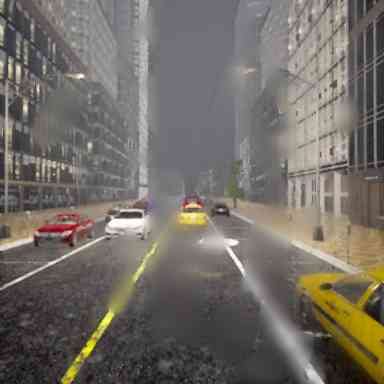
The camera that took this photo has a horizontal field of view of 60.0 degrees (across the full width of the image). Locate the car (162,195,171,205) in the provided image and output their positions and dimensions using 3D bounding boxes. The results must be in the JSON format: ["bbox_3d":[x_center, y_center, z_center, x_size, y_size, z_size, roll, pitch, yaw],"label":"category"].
[{"bbox_3d":[-5.779,1.707,66.605,1.967,1.590,4.097,0,0,0],"label":"car"}]

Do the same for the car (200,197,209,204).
[{"bbox_3d":[2.593,1.813,72.464,1.752,1.417,4.829,0,0,0],"label":"car"}]

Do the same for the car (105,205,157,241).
[{"bbox_3d":[-3.122,1.601,17.253,1.812,1.442,4.674,0,0,0],"label":"car"}]

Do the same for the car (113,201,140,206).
[{"bbox_3d":[-5.725,1.665,26.760,2.008,1.369,4.403,0,0,0],"label":"car"}]

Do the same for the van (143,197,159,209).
[{"bbox_3d":[-5.747,1.523,43.838,1.690,1.788,3.998,0,0,0],"label":"van"}]

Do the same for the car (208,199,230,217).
[{"bbox_3d":[2.648,1.703,32.451,1.947,1.339,4.313,0,0,0],"label":"car"}]

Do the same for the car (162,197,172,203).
[{"bbox_3d":[-5.795,1.873,77.990,1.947,1.339,4.313,0,0,0],"label":"car"}]

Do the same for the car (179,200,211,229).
[{"bbox_3d":[0.069,1.551,22.204,1.801,1.575,5.366,0,0,0],"label":"car"}]

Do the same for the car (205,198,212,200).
[{"bbox_3d":[2.618,1.665,55.218,1.967,1.590,4.097,0,0,0],"label":"car"}]

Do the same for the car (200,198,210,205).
[{"bbox_3d":[2.601,1.848,66.602,1.802,1.307,4.206,0,0,0],"label":"car"}]

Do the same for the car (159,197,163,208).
[{"bbox_3d":[-5.756,1.786,49.529,1.802,1.307,4.206,0,0,0],"label":"car"}]

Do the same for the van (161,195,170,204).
[{"bbox_3d":[-5.786,1.628,72.298,1.690,1.788,3.998,0,0,0],"label":"van"}]

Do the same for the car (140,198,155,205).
[{"bbox_3d":[-5.740,1.704,38.144,1.887,1.381,4.507,0,0,0],"label":"car"}]

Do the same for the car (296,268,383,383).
[{"bbox_3d":[2.688,1.544,4.160,1.752,1.417,4.829,0,0,0],"label":"car"}]

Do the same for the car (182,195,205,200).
[{"bbox_3d":[0.043,1.391,40.220,2.150,2.045,5.566,0,0,0],"label":"car"}]

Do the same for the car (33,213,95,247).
[{"bbox_3d":[-5.708,1.649,15.374,1.802,1.307,4.206,0,0,0],"label":"car"}]
